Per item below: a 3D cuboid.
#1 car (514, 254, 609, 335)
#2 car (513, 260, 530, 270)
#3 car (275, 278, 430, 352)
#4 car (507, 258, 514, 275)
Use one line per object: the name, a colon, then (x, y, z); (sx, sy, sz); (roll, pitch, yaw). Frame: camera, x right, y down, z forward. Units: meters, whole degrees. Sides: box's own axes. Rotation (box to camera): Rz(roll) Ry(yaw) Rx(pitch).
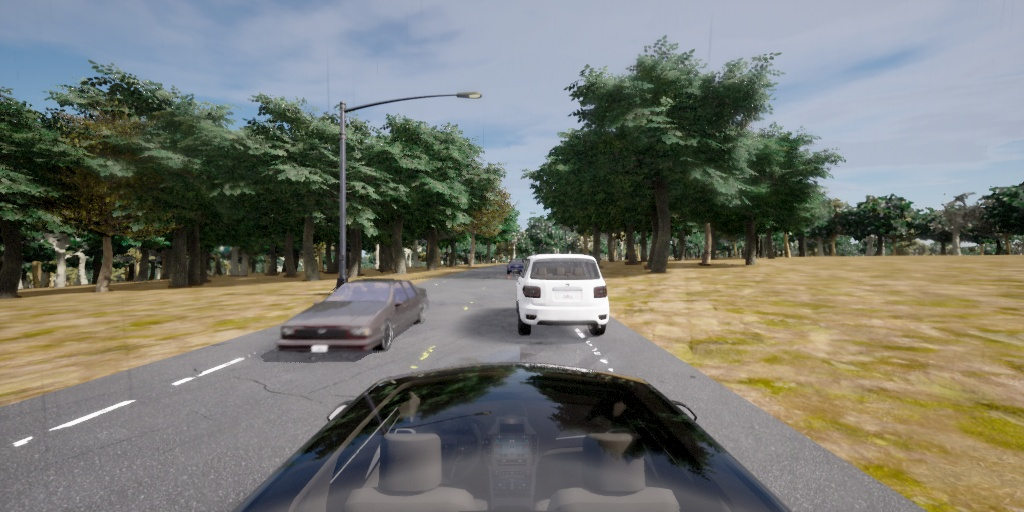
car: (1.230, 0.972, 10.610); (2.150, 2.045, 5.566); (0, 0, 0)
car: (1.406, 1.222, 49.275); (1.895, 1.301, 4.718); (0, 0, 7)
car: (-3.492, 1.296, 9.175); (2.033, 1.411, 5.357); (0, 0, 0)
car: (0.640, 1.027, 39.122); (2.097, 1.767, 4.553); (0, 0, 4)
